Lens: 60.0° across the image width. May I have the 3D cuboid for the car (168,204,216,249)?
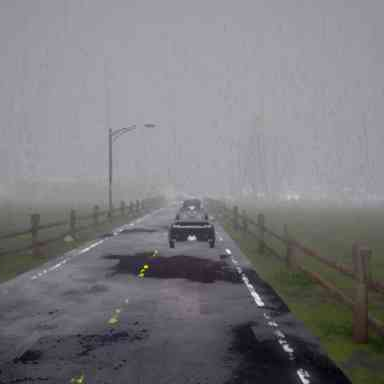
[{"bbox_3d":[0.000,1.499,14.652,2.128,1.511,4.902,0,0,0],"label":"car"}]

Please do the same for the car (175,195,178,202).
[{"bbox_3d":[-2.750,1.388,76.783,2.097,1.767,4.553,0,0,0],"label":"car"}]

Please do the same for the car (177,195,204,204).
[{"bbox_3d":[0.000,1.375,29.624,2.097,1.767,4.553,0,0,0],"label":"car"}]
